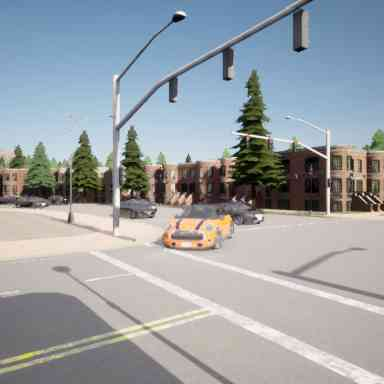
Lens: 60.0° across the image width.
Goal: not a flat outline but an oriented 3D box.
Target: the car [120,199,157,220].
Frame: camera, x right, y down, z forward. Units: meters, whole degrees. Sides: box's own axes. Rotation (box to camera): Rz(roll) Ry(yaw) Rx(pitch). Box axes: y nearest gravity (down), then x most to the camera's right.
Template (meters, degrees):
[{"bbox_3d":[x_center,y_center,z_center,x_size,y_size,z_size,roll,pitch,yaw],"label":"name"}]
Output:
[{"bbox_3d":[-4.937,1.504,28.618,1.837,1.490,4.892,0,0,-37],"label":"car"}]

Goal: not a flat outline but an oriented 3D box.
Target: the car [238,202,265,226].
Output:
[{"bbox_3d":[2.989,1.491,23.758,2.128,1.511,4.902,0,0,-36],"label":"car"}]

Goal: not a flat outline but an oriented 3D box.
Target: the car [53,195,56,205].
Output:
[{"bbox_3d":[-22.948,1.477,48.884,5.008,1.535,1.882,0,0,24],"label":"car"}]

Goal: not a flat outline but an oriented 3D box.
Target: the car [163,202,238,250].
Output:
[{"bbox_3d":[0.448,1.352,14.419,2.097,1.767,4.553,0,0,17],"label":"car"}]

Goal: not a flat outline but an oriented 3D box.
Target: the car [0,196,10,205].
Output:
[{"bbox_3d":[-32.922,1.492,58.961,4.902,1.511,2.128,0,0,9],"label":"car"}]

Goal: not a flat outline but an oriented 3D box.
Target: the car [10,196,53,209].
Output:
[{"bbox_3d":[-21.350,1.492,44.191,4.902,1.511,2.128,0,0,27],"label":"car"}]

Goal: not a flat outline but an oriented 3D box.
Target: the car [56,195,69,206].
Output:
[{"bbox_3d":[-23.239,1.352,56.492,4.553,1.767,2.097,0,0,21],"label":"car"}]

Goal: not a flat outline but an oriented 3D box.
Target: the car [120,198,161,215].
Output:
[{"bbox_3d":[-5.534,1.489,35.114,2.128,1.511,4.902,0,0,-39],"label":"car"}]
